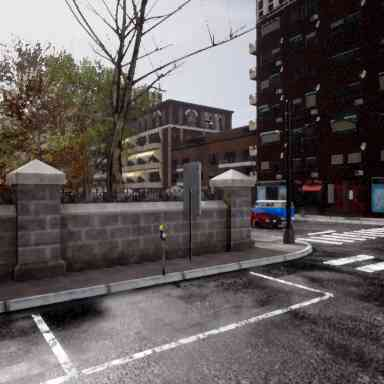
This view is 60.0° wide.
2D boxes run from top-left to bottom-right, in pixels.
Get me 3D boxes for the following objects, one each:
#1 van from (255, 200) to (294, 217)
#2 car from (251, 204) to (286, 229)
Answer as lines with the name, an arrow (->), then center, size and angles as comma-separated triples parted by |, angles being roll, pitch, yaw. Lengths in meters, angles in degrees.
van -> 7.304, 1.643, 30.180 | 1.690, 1.788, 3.998 | -1, 0, -36
car -> 4.451, 1.834, 24.264 | 1.994, 1.385, 4.181 | 0, -1, -36
